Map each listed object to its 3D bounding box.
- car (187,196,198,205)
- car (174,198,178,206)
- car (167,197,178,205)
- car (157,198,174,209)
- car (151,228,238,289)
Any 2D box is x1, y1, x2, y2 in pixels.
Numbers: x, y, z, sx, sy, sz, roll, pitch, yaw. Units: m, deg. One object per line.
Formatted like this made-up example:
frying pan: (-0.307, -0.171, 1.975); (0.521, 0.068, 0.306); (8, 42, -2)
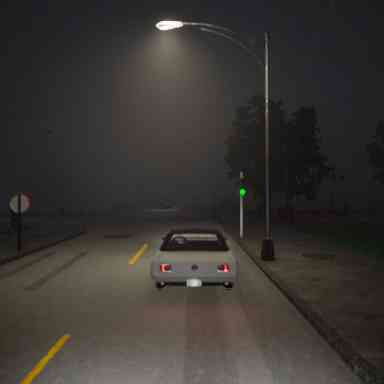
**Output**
car: (0.126, 1.691, 69.498); (2.097, 1.767, 4.553); (0, 0, 0)
car: (-4.049, 1.837, 59.554); (2.033, 1.411, 5.357); (0, 0, 0)
car: (-3.973, 1.880, 69.895); (2.033, 1.411, 5.357); (0, 0, 0)
car: (-4.076, 1.748, 49.857); (1.837, 1.490, 4.892); (0, 0, 0)
car: (0.069, 1.647, 9.273); (1.895, 1.301, 4.718); (0, 0, 0)
